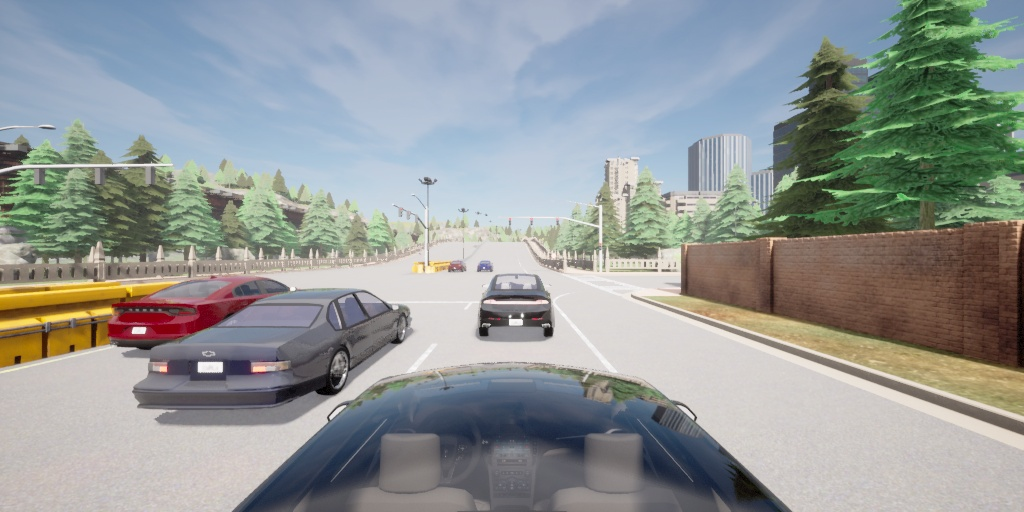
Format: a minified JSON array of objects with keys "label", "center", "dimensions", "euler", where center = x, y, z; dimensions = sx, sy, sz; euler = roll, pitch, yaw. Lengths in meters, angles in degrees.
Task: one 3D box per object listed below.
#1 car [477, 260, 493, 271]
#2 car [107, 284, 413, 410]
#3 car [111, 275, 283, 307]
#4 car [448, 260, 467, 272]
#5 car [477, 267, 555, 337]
[{"label":"car","center":[-3.391,1.276,45.770],"dimensions":[1.812,1.442,4.674],"euler":[0,0,0]},{"label":"car","center":[-3.398,1.297,6.544],"dimensions":[2.033,1.411,5.357],"euler":[0,0,0]},{"label":"car","center":[-6.898,1.228,9.108],"dimensions":[1.882,1.535,5.008],"euler":[0,0,0]},{"label":"car","center":[-6.887,1.276,45.372],"dimensions":[1.812,1.442,4.674],"euler":[0,0,0]},{"label":"car","center":[0.130,1.242,10.289],"dimensions":[2.128,1.511,4.902],"euler":[0,0,1]}]
